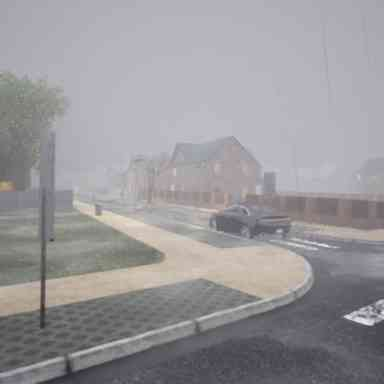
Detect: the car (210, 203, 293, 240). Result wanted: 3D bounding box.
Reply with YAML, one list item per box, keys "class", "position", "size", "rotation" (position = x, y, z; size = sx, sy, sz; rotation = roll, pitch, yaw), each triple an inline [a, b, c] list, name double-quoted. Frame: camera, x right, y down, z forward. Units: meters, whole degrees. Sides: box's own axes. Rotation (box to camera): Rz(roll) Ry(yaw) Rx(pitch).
- class: "car"
  position: [2.501, 1.274, 15.259]
  size: [2.128, 1.511, 4.902]
  rotation: [-1, 1, -23]
